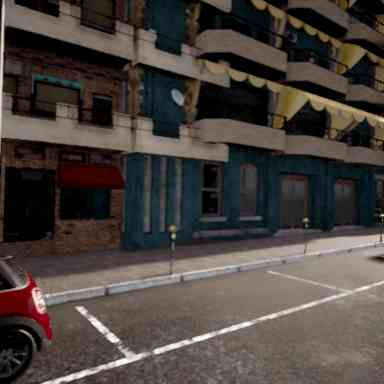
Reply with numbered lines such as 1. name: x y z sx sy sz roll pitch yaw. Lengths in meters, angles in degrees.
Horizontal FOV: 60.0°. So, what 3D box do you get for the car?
1. car: -3.897 1.429 3.762 4.097 1.590 1.967 1 1 -35
